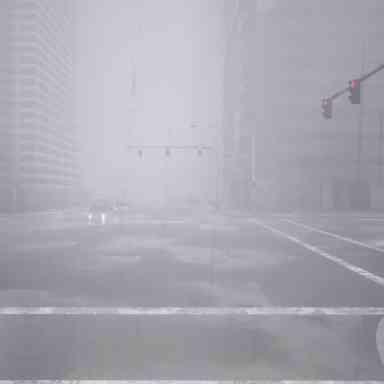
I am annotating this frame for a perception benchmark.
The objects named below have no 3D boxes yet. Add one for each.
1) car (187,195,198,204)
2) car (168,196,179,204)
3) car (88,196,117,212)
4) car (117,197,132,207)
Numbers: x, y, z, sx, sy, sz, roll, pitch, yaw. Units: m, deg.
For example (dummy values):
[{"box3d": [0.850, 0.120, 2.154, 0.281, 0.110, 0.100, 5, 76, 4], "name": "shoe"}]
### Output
[{"box3d": [0.074, 1.352, 63.510, 2.097, 1.767, 4.553, 0, 0, 0], "name": "car"}, {"box3d": [-3.529, 1.492, 63.182, 2.128, 1.511, 4.902, 0, 0, 0], "name": "car"}, {"box3d": [-10.617, 1.505, 39.384, 1.837, 1.490, 4.892, 0, 0, 0], "name": "car"}, {"box3d": [-10.605, 1.526, 51.559, 1.812, 1.442, 4.674, 0, 0, 1], "name": "car"}]
